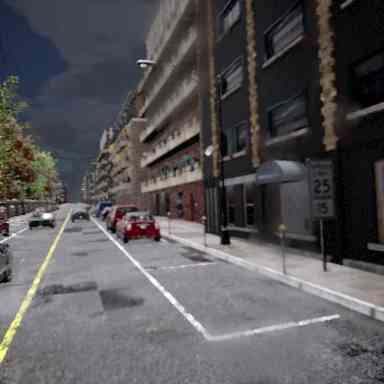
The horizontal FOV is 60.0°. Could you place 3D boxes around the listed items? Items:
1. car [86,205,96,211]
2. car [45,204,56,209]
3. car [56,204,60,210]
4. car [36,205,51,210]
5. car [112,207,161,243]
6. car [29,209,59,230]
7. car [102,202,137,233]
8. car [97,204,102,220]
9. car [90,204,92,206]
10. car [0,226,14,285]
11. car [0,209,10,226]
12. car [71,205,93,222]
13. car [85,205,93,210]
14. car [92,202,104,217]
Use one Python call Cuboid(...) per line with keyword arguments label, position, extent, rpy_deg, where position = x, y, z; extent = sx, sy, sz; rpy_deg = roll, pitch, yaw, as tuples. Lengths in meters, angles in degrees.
Cuboid(label="car", position=(-23.060, 3.637, 75.694), extent=(1.947, 1.339, 4.313), rpy_deg=(0, -1, -19))
Cuboid(label="car", position=(-27.334, 3.268, 62.510), extent=(2.192, 1.841, 5.009), rpy_deg=(0, -2, -19))
Cuboid(label="car", position=(-32.787, 3.979, 78.144), extent=(1.947, 1.339, 4.313), rpy_deg=(0, -2, -19))
Cuboid(label="car", position=(-23.694, 3.196, 52.078), extent=(2.008, 1.369, 4.403), rpy_deg=(0, -2, -19))
Cuboid(label="car", position=(-3.055, 1.821, 18.352), extent=(1.967, 1.590, 4.097), rpy_deg=(0, -1, -19))
Cuboid(label="car", position=(-12.735, 2.468, 28.533), extent=(1.895, 1.301, 4.718), rpy_deg=(-1, -1, -19))
Cuboid(label="car", position=(-4.876, 1.850, 23.568), extent=(2.192, 1.841, 5.009), rpy_deg=(0, -1, -19))
Cuboid(label="car", position=(-9.148, 2.425, 37.156), extent=(1.837, 1.490, 4.892), rpy_deg=(-1, -1, -19))
Cuboid(label="car", position=(-15.841, 2.987, 55.003), extent=(1.752, 1.417, 4.829), rpy_deg=(0, -1, -19))
Cuboid(label="car", position=(-5.505, 1.803, 7.761), extent=(2.033, 1.411, 5.357), rpy_deg=(-1, -1, -19))
Cuboid(label="car", position=(-12.784, 2.038, 20.805), extent=(2.192, 1.841, 5.009), rpy_deg=(0, -2, -19))
Cuboid(label="car", position=(-12.293, 2.535, 36.777), extent=(1.812, 1.442, 4.674), rpy_deg=(-1, -1, -19))
Cuboid(label="car", position=(-26.697, 3.945, 86.122), extent=(1.947, 1.339, 4.313), rpy_deg=(0, -1, -19))
Cuboid(label="car", position=(-11.509, 2.338, 43.786), extent=(2.150, 2.045, 5.566), rpy_deg=(-1, -1, -19))
